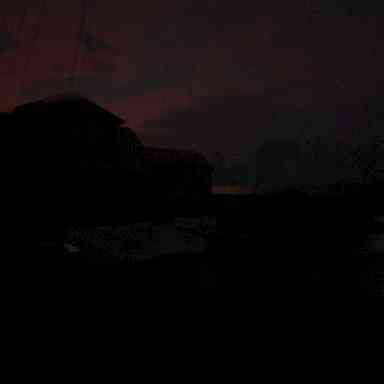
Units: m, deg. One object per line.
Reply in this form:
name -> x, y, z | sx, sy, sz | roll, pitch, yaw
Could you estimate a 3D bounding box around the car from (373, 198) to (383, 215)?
car -> 17.272, 1.331, 30.562 | 2.097, 1.767, 4.553 | 0, 0, -35
